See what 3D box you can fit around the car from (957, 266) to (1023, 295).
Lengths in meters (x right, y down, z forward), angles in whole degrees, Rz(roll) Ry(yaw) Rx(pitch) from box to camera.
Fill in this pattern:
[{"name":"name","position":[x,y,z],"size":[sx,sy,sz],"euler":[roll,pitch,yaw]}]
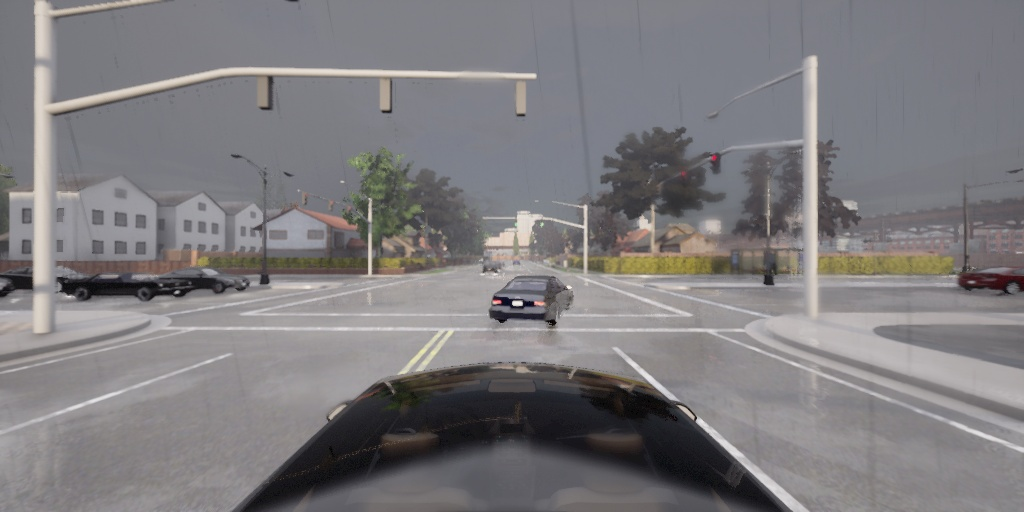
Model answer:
[{"name":"car","position":[27.923,1.304,19.843],"size":[5.008,1.535,1.882],"euler":[0,0,1]}]

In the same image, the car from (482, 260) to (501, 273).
[{"name":"car","position":[-2.814,1.444,46.750],"size":[1.837,1.490,4.892],"euler":[0,0,0]}]

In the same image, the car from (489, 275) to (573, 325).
[{"name":"car","position":[0.856,1.341,12.133],"size":[2.033,1.411,5.357],"euler":[0,0,16]}]

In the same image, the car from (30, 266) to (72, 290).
[{"name":"car","position":[-26.757,1.308,20.725],"size":[5.008,1.535,1.882],"euler":[0,0,1]}]

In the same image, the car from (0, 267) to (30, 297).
[{"name":"car","position":[-27.113,1.307,17.232],"size":[4.902,1.511,2.128],"euler":[0,0,1]}]

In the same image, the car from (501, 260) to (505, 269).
[{"name":"car","position":[-2.679,1.539,59.204],"size":[2.033,1.411,5.357],"euler":[0,0,1]}]

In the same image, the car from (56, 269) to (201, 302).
[{"name":"car","position":[-18.081,1.416,17.070],"size":[4.718,1.301,1.895],"euler":[0,0,1]}]

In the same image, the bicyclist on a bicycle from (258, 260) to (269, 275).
[{"name":"bicyclist on a bicycle","position":[-26.502,1.204,38.206],"size":[0.582,1.620,1.656],"euler":[0,0,1]}]

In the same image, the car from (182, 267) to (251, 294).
[{"name":"car","position":[-17.695,1.355,20.597],"size":[4.674,1.442,1.812],"euler":[0,0,1]}]
